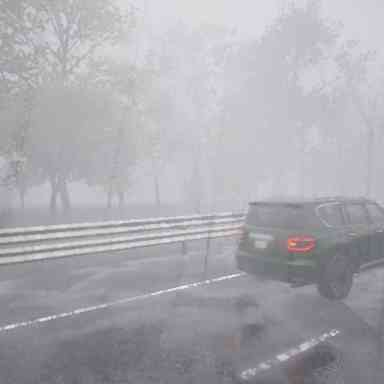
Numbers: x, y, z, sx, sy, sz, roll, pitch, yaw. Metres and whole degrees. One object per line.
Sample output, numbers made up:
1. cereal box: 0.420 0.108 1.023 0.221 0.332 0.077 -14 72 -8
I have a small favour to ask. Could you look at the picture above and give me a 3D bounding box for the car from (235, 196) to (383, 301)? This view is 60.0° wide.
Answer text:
1. car: 3.570 1.111 8.339 5.566 2.045 2.150 -1 0 -36
